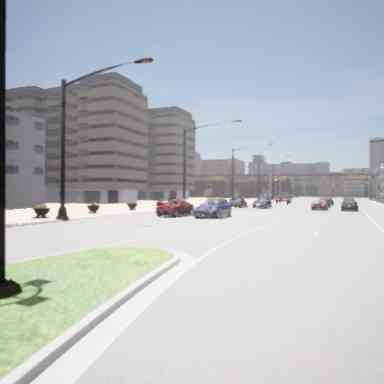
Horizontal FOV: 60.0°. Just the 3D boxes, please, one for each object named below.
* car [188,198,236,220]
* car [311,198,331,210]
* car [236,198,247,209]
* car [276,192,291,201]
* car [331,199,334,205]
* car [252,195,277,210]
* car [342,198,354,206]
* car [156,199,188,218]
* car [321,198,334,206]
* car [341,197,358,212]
[{"bbox_3d":[1.832,1.347,28.602,2.097,1.767,4.553,1,0,25],"label":"car"},{"bbox_3d":[16.949,1.732,44.145,1.895,1.301,4.718,1,0,26],"label":"car"},{"bbox_3d":[6.478,1.552,46.804,1.812,1.442,4.674,1,0,25],"label":"car"},{"bbox_3d":[16.537,1.058,59.889,2.150,2.045,5.566,1,0,25],"label":"car"},{"bbox_3d":[21.136,1.670,53.202,1.837,1.490,4.892,1,0,25],"label":"car"},{"bbox_3d":[9.559,1.550,45.135,2.128,1.511,4.902,1,0,25],"label":"car"},{"bbox_3d":[28.536,1.851,60.791,1.895,1.301,4.718,1,0,25],"label":"car"},{"bbox_3d":[-1.426,1.440,29.900,1.882,1.535,5.008,1,0,25],"label":"car"},{"bbox_3d":[25.352,1.773,62.243,1.994,1.385,4.181,1,0,25],"label":"car"},{"bbox_3d":[20.185,1.728,42.635,1.994,1.385,4.181,1,0,25],"label":"car"}]
